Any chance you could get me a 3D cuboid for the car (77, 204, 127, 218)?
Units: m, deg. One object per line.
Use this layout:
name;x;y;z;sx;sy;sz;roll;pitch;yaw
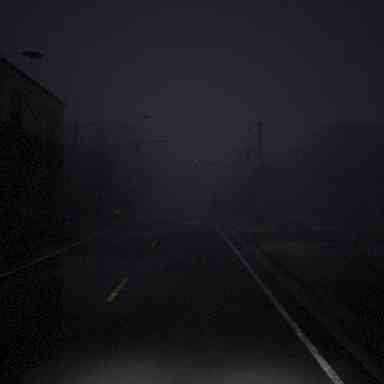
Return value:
car;-9.540;1.973;34.575;5.357;1.411;2.033;-1;-1;16
